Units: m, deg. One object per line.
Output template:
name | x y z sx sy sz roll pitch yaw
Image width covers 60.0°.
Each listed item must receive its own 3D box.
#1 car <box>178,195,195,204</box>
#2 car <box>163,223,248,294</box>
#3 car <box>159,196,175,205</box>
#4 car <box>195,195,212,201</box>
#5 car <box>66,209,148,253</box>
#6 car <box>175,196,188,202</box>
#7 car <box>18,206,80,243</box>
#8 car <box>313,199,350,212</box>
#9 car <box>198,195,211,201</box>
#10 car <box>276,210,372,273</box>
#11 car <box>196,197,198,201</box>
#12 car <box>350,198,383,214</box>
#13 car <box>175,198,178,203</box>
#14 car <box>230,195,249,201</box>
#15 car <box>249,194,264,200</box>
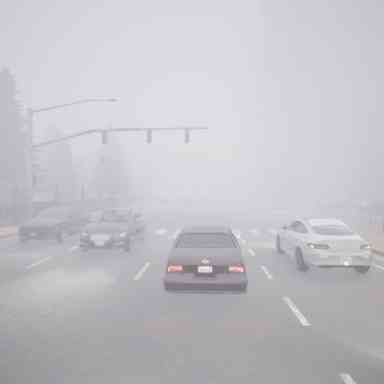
car | -1.027 1.476 61.567 1.882 1.535 5.008 0 0 3
car | 0.381 1.547 8.956 2.033 1.411 5.357 0 0 3
car | -4.654 1.599 58.796 1.895 1.301 4.718 0 0 3
car | 3.120 1.476 88.633 1.882 1.535 5.008 0 0 37
car | -3.071 1.491 13.857 2.128 1.511 4.902 0 0 2
car | -2.444 1.593 77.783 1.895 1.301 4.718 0 0 14
car | -6.472 1.477 16.273 1.882 1.535 5.008 0 0 2
car | 17.004 1.546 39.576 4.902 1.511 2.128 0 0 3
car | 2.790 1.593 81.420 1.895 1.301 4.718 0 0 23
car | 3.964 1.525 10.583 1.812 1.442 4.674 0 0 3
car | -0.299 1.498 71.672 1.837 1.490 4.892 0 0 5
car | 20.168 1.407 35.955 4.553 1.767 2.097 0 0 2
car | -4.190 1.562 67.599 1.994 1.385 4.181 0 0 4
car | 12.009 1.523 88.134 4.902 1.511 2.128 0 0 -44
car | 17.023 1.538 87.768 5.357 1.411 2.033 0 0 -35
